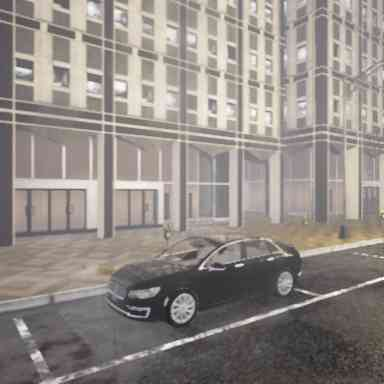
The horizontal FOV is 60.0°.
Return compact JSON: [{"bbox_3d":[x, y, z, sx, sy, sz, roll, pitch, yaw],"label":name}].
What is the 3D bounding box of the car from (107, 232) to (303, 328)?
[{"bbox_3d":[0.471,1.550,6.892,4.403,1.369,2.008,0,0,-35],"label":"car"}]
